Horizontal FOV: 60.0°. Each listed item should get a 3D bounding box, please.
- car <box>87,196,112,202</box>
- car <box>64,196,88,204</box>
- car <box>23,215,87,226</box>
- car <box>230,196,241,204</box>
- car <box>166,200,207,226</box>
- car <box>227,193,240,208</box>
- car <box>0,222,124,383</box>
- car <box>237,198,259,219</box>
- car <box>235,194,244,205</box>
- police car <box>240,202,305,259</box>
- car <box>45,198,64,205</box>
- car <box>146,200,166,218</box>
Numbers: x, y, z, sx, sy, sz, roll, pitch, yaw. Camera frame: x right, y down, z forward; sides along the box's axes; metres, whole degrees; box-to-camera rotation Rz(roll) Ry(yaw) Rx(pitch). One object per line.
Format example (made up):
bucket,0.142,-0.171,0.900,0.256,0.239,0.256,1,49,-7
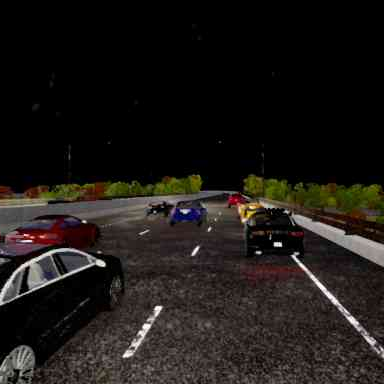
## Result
car,-11.823,1.514,44.634,1.812,1.442,4.674,0,0,7
car,-15.177,1.340,46.005,2.097,1.767,4.553,0,0,7
car,-5.058,1.561,12.625,1.994,1.385,4.181,0,0,7
car,8.365,1.471,64.182,2.128,1.511,4.902,0,0,7
car,-0.159,1.345,23.554,2.097,1.767,4.553,0,0,7
car,6.222,1.208,47.099,2.150,2.045,5.566,0,0,7
car,-2.503,1.491,4.884,2.128,1.511,4.902,0,0,7
car,4.240,1.450,22.872,1.801,1.575,5.366,0,0,7
car,4.959,1.344,28.608,2.097,1.767,4.553,0,0,7
police car,2.985,1.422,12.871,1.930,1.638,5.238,0,0,7
car,-18.659,1.552,46.366,1.994,1.385,4.181,0,0,7
car,-2.820,1.484,30.465,2.128,1.511,4.902,0,0,7
